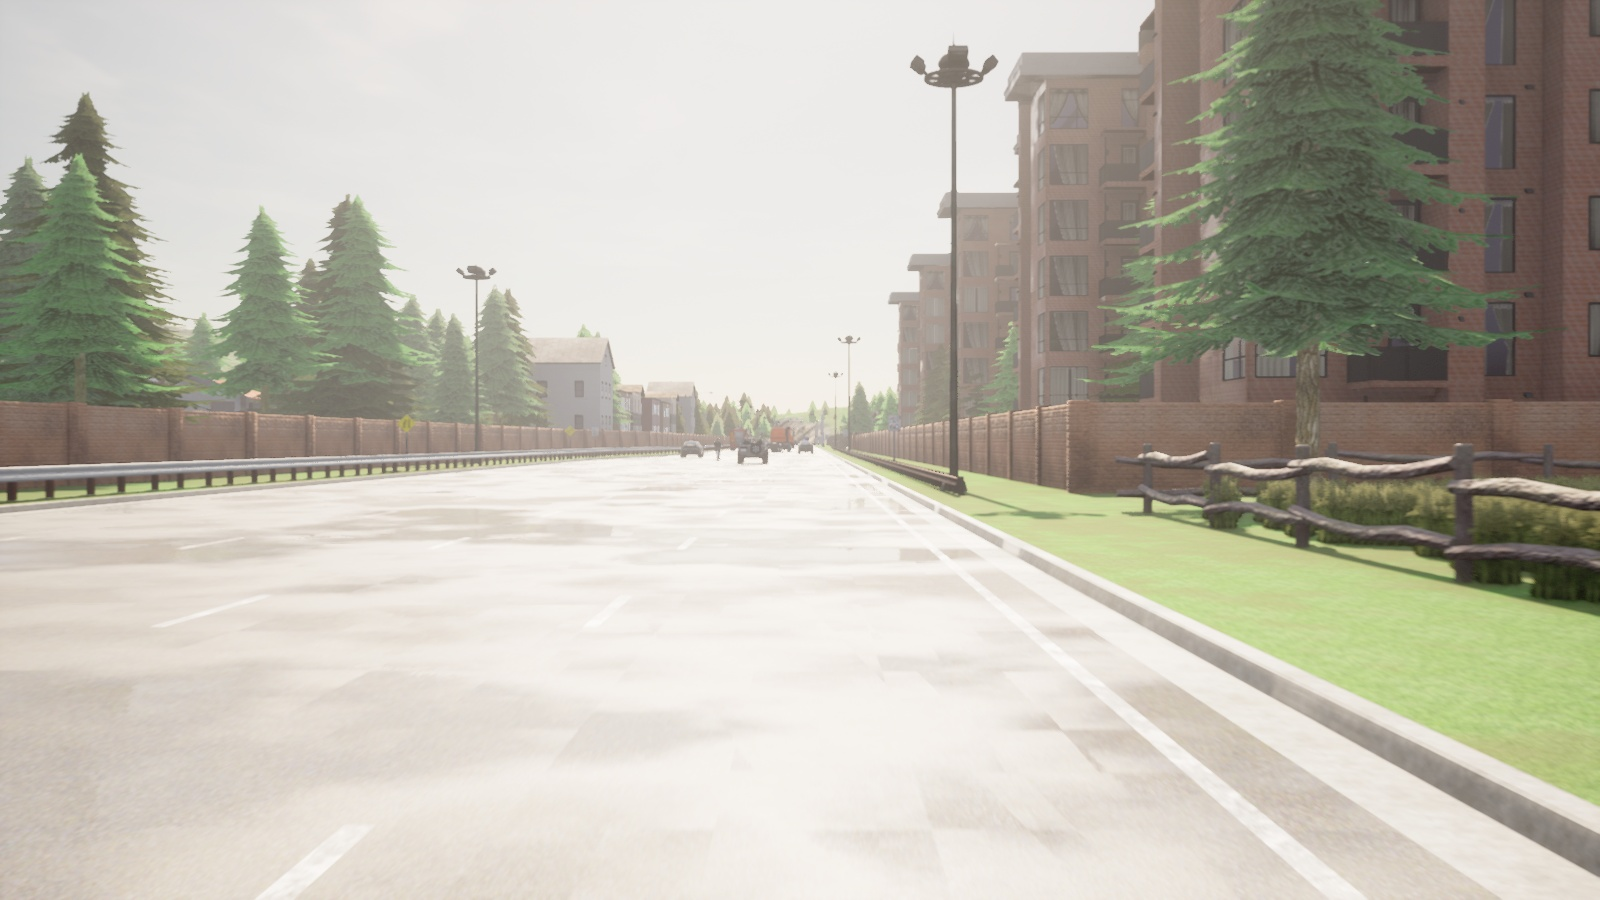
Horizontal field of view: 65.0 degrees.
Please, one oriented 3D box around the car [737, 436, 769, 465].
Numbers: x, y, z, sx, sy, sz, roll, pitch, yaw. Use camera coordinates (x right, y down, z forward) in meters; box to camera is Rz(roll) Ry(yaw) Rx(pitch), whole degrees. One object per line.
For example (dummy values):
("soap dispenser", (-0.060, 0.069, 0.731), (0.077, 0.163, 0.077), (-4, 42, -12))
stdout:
("car", (-3.102, -0.004, 83.398), (1.932, 1.855, 4.605), (0, 0, 0))
